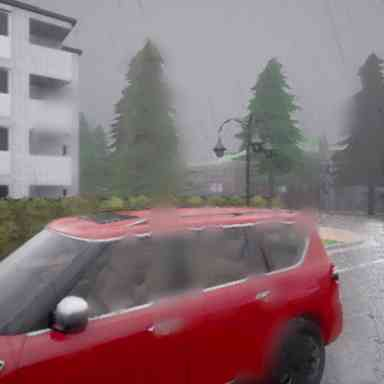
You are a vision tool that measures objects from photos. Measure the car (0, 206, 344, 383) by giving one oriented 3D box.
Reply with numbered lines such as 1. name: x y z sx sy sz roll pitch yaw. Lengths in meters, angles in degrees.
1. car: -0.714 1.222 3.447 5.566 2.045 2.150 0 0 -35
